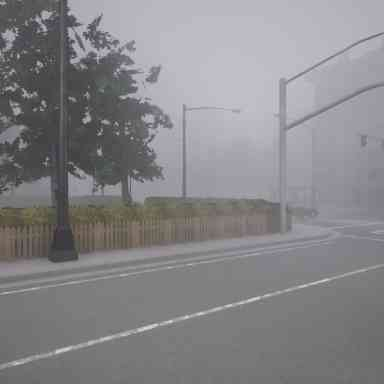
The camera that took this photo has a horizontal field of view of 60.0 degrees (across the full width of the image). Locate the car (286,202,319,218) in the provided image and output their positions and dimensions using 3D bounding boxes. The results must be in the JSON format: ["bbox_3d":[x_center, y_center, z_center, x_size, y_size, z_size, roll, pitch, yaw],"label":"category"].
[{"bbox_3d":[8.953,1.601,29.941,1.895,1.301,4.718,0,0,-35],"label":"car"}]

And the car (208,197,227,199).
[{"bbox_3d":[3.309,1.352,38.051,2.097,1.767,4.553,0,0,-35],"label":"car"}]
